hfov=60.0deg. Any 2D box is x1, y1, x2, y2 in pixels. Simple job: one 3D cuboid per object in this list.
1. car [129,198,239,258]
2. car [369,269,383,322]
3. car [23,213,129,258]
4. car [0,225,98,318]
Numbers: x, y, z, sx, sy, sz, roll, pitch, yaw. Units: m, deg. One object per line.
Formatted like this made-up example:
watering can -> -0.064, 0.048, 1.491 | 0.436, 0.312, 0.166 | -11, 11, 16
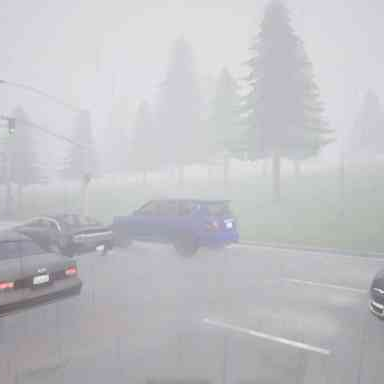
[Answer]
car -> -0.859, 1.244, 13.152 | 5.566, 2.045, 2.150 | 0, 0, 36
car -> 5.200, 1.501, 4.581 | 4.892, 1.490, 1.837 | 0, 0, 36
car -> -4.787, 1.519, 11.674 | 4.902, 1.511, 2.128 | 0, 0, 36
car -> -4.646, 1.568, 7.252 | 5.357, 1.411, 2.033 | 0, 0, 36
